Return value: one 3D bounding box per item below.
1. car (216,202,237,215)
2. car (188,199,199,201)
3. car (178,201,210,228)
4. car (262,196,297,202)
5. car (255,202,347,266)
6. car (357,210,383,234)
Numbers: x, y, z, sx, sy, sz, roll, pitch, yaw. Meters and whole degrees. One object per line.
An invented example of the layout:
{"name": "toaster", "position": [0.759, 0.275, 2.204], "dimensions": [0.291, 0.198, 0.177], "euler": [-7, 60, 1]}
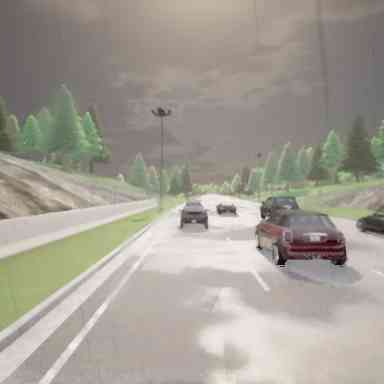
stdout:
{"name": "car", "position": [3.658, 1.733, 36.217], "dimensions": [1.895, 1.301, 4.718], "euler": [0, 0, 0]}
{"name": "car", "position": [0.187, 1.624, 41.162], "dimensions": [1.882, 1.535, 5.008], "euler": [0, 0, 1]}
{"name": "car", "position": [0.134, 1.585, 22.920], "dimensions": [1.837, 1.490, 4.892], "euler": [0, -1, 0]}
{"name": "car", "position": [7.142, 1.326, 27.578], "dimensions": [2.150, 2.045, 5.566], "euler": [0, 0, 0]}
{"name": "car", "position": [3.626, 1.398, 11.930], "dimensions": [2.097, 1.767, 4.553], "euler": [0, 0, 0]}
{"name": "car", "position": [10.628, 1.637, 17.799], "dimensions": [1.994, 1.385, 4.181], "euler": [0, 0, 0]}
